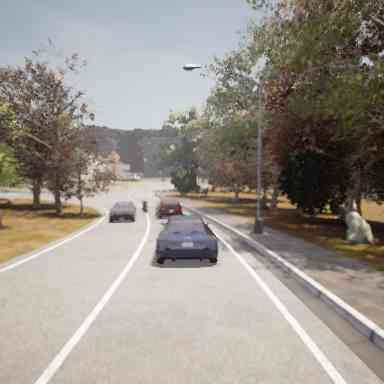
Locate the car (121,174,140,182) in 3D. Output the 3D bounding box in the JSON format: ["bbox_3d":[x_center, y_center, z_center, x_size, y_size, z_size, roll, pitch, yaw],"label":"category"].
[{"bbox_3d":[-16.854,-3.906,91.184,5.566,2.045,2.150,2,5,24],"label":"car"}]

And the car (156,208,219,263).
[{"bbox_3d":[-0.231,1.508,11.815,1.994,1.385,4.181,0,0,-3],"label":"car"}]

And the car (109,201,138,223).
[{"bbox_3d":[-5.112,1.404,25.136,2.033,1.411,5.357,-1,1,-8],"label":"car"}]

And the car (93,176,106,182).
[{"bbox_3d":[-24.829,-3.602,89.807,4.553,1.767,2.097,0,5,1],"label":"car"}]

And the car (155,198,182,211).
[{"bbox_3d":[-1.985,1.231,27.913,1.882,1.535,5.008,-1,2,-9],"label":"car"}]
